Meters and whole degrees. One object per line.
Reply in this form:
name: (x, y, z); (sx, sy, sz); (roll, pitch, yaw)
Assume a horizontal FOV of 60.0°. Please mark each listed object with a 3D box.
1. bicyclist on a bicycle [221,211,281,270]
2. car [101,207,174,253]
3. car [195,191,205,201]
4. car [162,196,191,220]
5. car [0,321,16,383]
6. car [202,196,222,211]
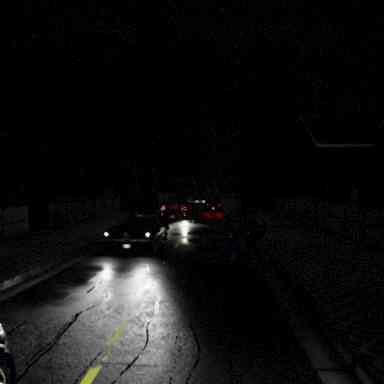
bicyclist on a bicycle: (1.578, 1.333, 9.163); (1.656, 1.620, 0.582); (-4, 0, 4)
car: (-2.087, 1.518, 13.509); (1.895, 1.301, 4.718); (0, 0, 4)
car: (1.918, 0.885, 73.885); (2.150, 2.045, 5.566); (0, 0, 4)
car: (-1.230, 1.199, 26.460); (2.097, 1.767, 4.553); (0, 0, 4)
car: (-2.855, 1.550, 1.684); (1.994, 1.385, 4.181); (0, 0, 3)
car: (2.396, 1.405, 37.147); (1.895, 1.301, 4.718); (0, 0, 4)
